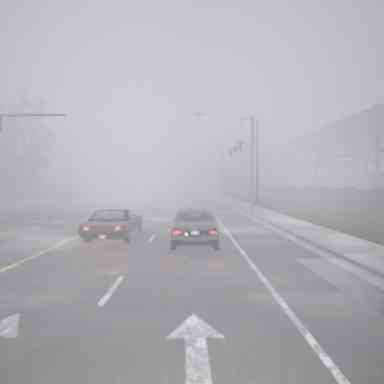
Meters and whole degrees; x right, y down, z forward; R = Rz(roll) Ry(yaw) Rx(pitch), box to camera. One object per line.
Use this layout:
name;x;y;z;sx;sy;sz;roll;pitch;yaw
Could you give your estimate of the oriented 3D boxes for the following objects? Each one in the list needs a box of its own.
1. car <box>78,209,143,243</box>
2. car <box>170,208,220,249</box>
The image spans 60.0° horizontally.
car;-3.389;1.391;14.869;1.895;1.301;4.718;0;1;1
car;0.102;1.363;13.477;2.033;1.411;5.357;0;1;0
